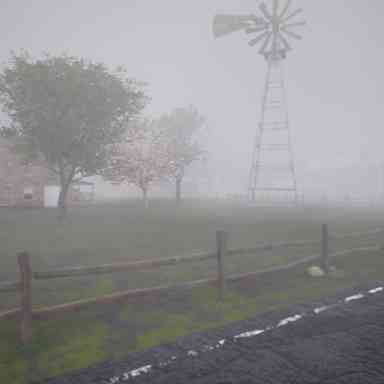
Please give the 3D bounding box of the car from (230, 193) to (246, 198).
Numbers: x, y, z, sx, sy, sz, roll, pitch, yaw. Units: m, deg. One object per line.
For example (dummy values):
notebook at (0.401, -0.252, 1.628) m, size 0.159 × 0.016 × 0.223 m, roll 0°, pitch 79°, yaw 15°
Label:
car at (10.504, 0.840, 73.574) m, size 1.882 × 1.535 × 5.008 m, roll 1°, pitch 0°, yaw -35°
